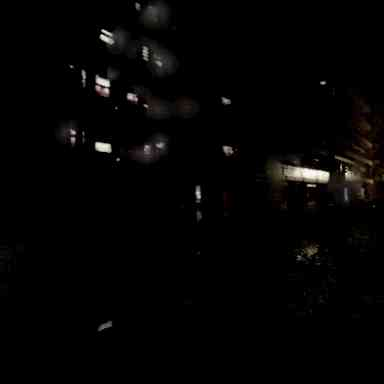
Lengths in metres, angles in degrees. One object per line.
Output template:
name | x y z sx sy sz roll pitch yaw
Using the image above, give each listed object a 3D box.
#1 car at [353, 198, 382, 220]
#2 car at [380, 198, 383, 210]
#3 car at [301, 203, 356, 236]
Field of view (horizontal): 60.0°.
car | 13.386 1.429 26.345 2.008 1.369 4.403 -2 0 36
car | 20.050 1.356 35.508 1.947 1.339 4.313 -2 0 36
car | 7.372 1.505 18.228 1.887 1.381 4.507 -2 0 36
